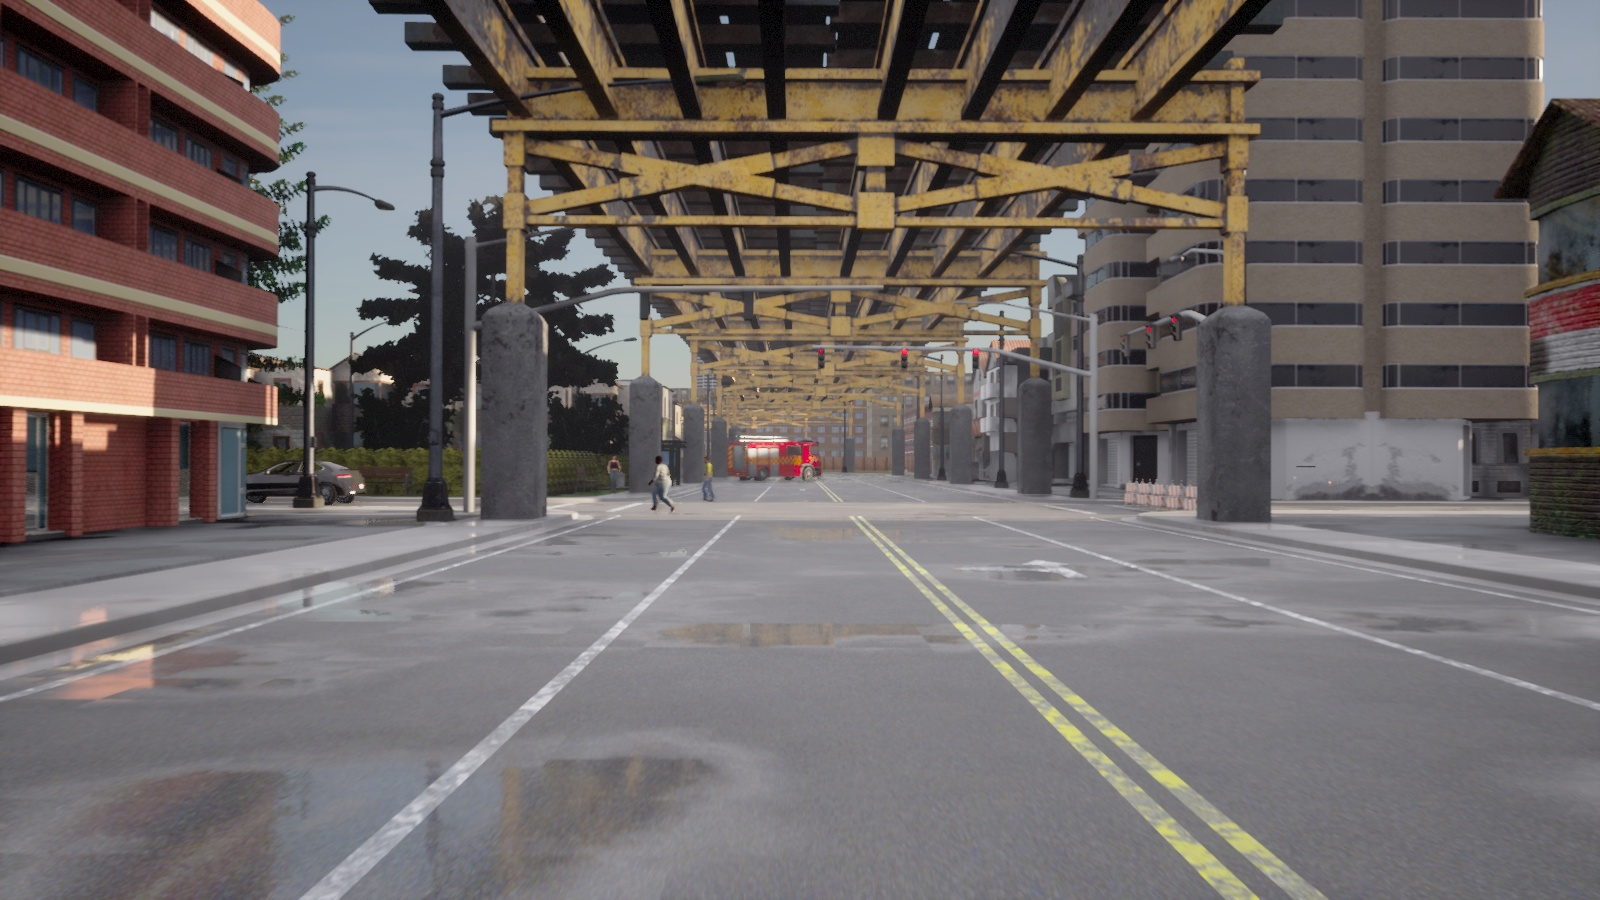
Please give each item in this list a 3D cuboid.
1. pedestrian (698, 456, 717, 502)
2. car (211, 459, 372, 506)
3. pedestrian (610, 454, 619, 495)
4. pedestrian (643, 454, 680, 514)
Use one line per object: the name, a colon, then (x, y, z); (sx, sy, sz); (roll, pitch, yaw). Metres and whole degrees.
pedestrian: (-3.710, 1.167, 50.239); (0.706, 1.836, 0.354); (0, -1, 5)
car: (-18.605, 1.170, 46.111); (5.027, 1.651, 2.152); (0, -1, 0)
pedestrian: (-8.535, 1.127, 57.678); (0.345, 1.836, 0.594); (0, -1, -14)
pedestrian: (-4.387, 1.073, 39.854); (0.900, 1.855, 0.874); (0, -1, 15)
